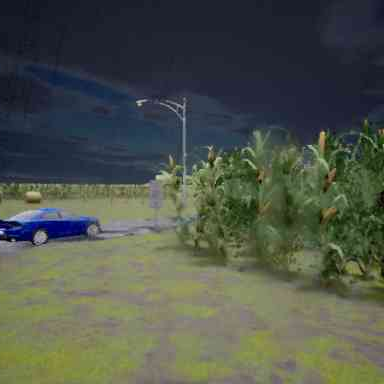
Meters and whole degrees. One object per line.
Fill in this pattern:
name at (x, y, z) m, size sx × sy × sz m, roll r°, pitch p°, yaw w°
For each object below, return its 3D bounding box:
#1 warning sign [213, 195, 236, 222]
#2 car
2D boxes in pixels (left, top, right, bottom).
warning sign at (2.387, 1.202, 24.639) m, size 1.300 × 1.860 × 1.060 m, roll 1°, pitch 1°, yaw 34°
car at (-6.525, 1.503, 15.689) m, size 1.882 × 1.535 × 5.008 m, roll 0°, pitch 0°, yaw 28°
